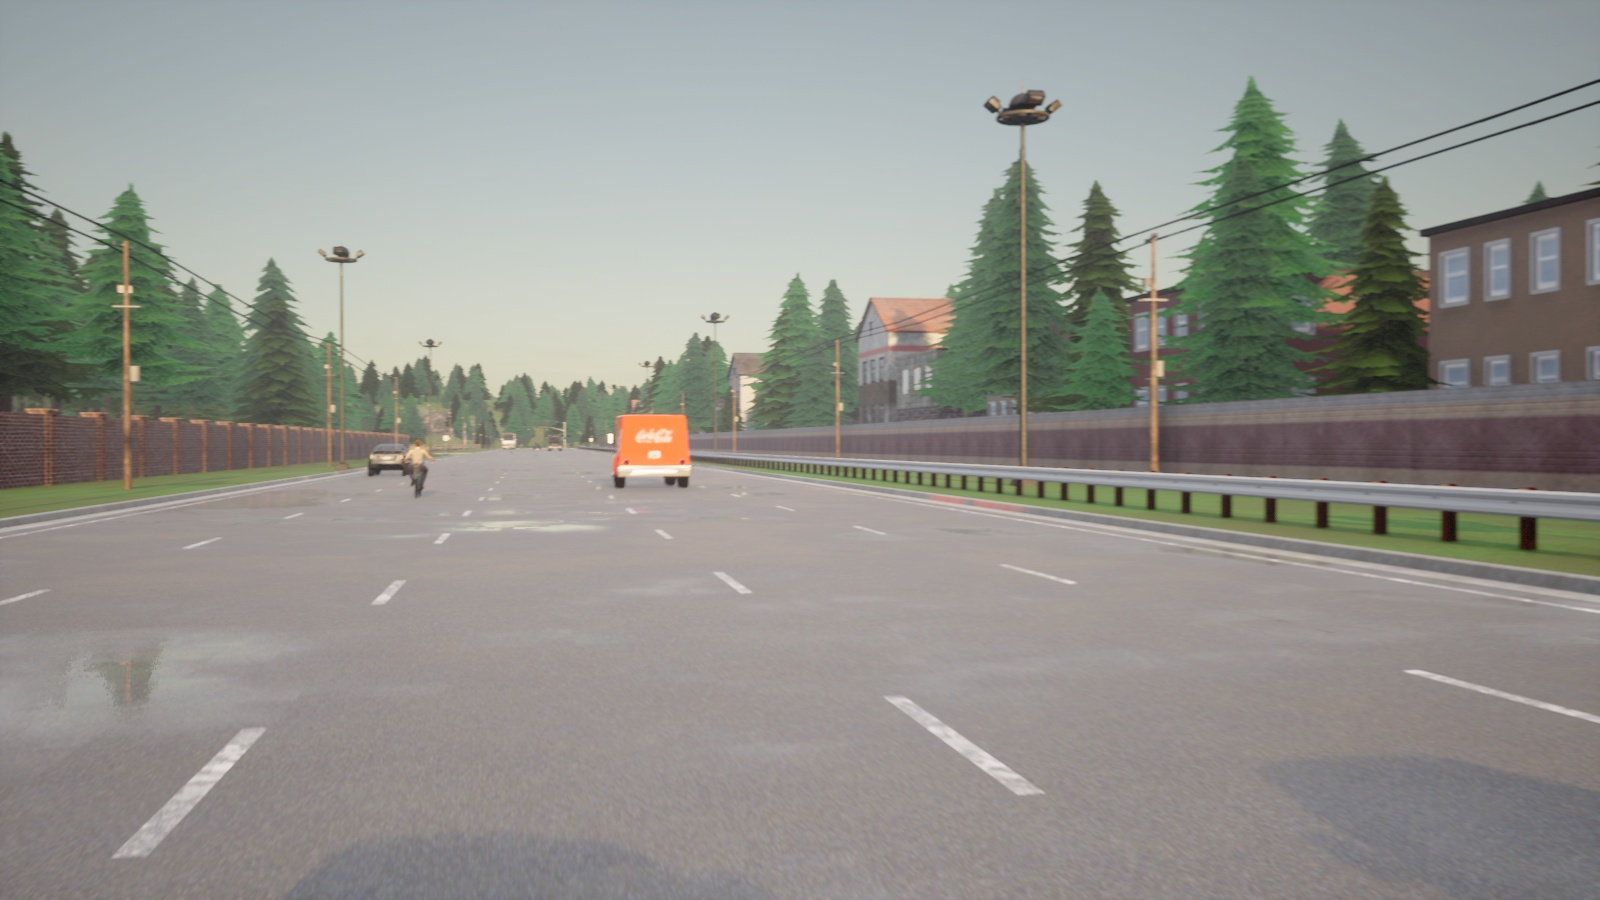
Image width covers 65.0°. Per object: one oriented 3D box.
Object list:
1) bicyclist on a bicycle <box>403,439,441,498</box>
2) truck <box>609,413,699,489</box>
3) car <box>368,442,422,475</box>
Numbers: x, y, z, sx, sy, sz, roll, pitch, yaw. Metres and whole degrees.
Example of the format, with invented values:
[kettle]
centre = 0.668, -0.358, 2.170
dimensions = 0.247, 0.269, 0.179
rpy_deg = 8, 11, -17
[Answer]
[bicyclist on a bicycle]
centre = -10.539, 0.503, 35.032
dimensions = 0.866, 1.612, 1.509
rpy_deg = 0, 0, -11
[truck]
centre = -5.146, 0.023, 43.525
dimensions = 2.627, 2.467, 5.204
rpy_deg = 0, 0, -12
[car]
centre = -19.249, 0.388, 59.843
dimensions = 2.007, 1.525, 4.514
rpy_deg = 0, 0, -12
